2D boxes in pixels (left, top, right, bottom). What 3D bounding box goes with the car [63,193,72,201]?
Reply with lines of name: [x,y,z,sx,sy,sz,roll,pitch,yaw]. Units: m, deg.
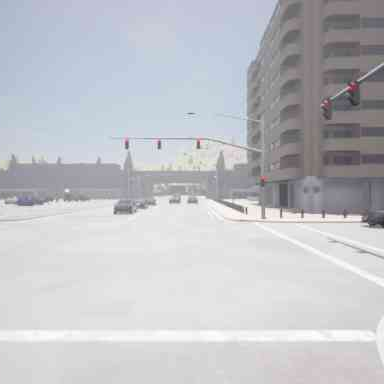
car: [-27.321,1.160,74.539,1.905,1.878,3.866,0,0,0]

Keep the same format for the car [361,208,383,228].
car: [13.165,1.451,20.716,4.892,1.490,1.837,0,0,0]

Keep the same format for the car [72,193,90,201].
car: [-24.427,1.158,74.469,1.932,1.855,4.605,0,0,0]

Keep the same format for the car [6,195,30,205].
car: [-30.117,1.399,57.086,1.970,1.475,3.806,0,0,0]

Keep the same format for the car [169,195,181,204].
car: [-3.395,1.605,64.112,1.895,1.301,4.718,0,0,0]

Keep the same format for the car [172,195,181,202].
car: [-3.380,1.362,73.058,1.837,1.490,4.892,0,0,0]

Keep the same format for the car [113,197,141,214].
car: [-7.032,1.507,35.400,1.837,1.490,4.892,0,0,0]

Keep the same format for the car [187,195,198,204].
car: [0.105,1.568,64.075,1.994,1.385,4.181,0,0,0]

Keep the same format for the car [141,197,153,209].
car: [-7.013,1.494,44.926,2.128,1.511,4.902,0,0,0]

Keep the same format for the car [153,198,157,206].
car: [-6.986,1.567,54.919,1.994,1.385,4.181,0,0,1]

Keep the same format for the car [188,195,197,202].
car: [0.120,1.401,73.052,2.033,1.411,5.357,0,0,0]
